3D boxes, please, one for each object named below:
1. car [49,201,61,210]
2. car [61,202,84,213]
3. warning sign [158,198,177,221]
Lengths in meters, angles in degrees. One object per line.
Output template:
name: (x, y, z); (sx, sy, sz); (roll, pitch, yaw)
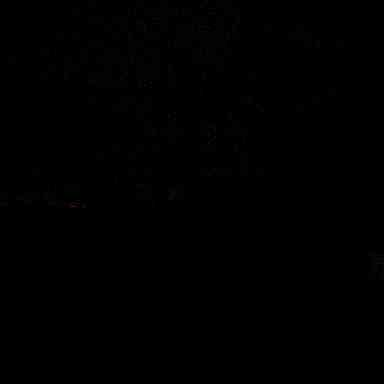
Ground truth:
car: (-21.636, 2.195, 53.459); (1.994, 1.385, 4.181); (1, -1, -34)
car: (-15.988, 2.063, 45.132); (1.812, 1.442, 4.674); (1, -1, -33)
warning sign: (-2.133, 1.495, 28.823); (1.300, 1.860, 1.060); (1, -1, -34)
